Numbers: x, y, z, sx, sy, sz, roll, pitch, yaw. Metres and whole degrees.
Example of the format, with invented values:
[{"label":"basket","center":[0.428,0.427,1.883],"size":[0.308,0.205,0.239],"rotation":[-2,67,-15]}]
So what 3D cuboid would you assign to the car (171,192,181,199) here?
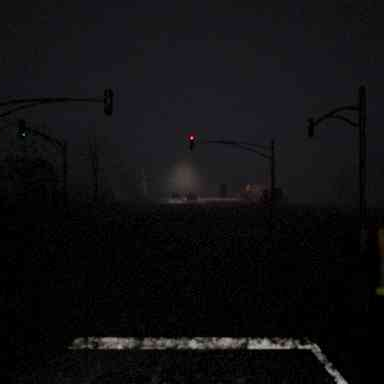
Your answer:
[{"label":"car","center":[-3.506,0.808,73.565],"size":[1.837,1.490,4.892],"rotation":[0,0,0]}]

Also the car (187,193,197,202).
[{"label":"car","center":[-0.005,1.055,69.361],"size":[2.097,1.767,4.553],"rotation":[0,0,0]}]

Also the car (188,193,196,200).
[{"label":"car","center":[-0.006,1.008,79.396],"size":[1.837,1.490,4.892],"rotation":[0,0,0]}]
